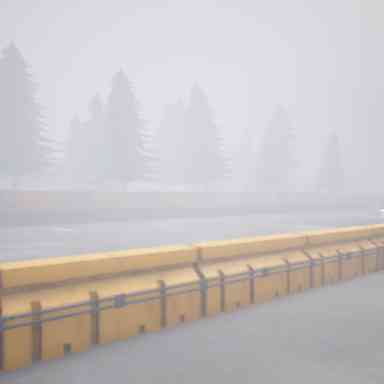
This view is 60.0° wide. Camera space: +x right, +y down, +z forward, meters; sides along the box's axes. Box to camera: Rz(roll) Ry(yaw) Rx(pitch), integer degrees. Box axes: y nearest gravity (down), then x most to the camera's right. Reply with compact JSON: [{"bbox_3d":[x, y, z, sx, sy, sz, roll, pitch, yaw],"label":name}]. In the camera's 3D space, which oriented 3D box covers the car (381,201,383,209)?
[{"bbox_3d":[30.208,1.787,50.498,2.128,1.511,4.902,0,0,44],"label":"car"}]
